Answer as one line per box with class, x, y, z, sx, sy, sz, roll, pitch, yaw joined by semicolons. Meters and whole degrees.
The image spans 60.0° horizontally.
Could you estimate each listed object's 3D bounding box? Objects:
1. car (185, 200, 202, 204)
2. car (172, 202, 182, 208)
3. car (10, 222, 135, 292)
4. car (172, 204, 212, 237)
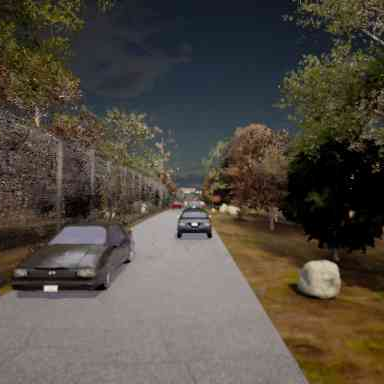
car;0.225;1.749;39.472;2.097;1.767;4.553;0;-1;0
car;-2.501;2.454;58.473;1.895;1.301;4.718;0;-2;1
car;-2.842;1.571;9.355;2.033;1.411;5.357;0;0;0
car;0.130;1.638;18.642;2.033;1.411;5.357;0;-1;0
